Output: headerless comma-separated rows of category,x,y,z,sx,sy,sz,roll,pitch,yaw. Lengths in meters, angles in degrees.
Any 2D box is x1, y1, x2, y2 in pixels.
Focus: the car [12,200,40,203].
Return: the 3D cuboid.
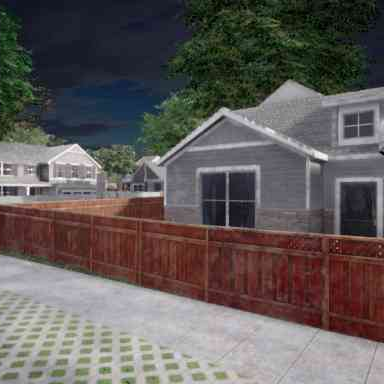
car,-11.428,1.294,22.303,1.812,1.442,4.674,0,1,35
